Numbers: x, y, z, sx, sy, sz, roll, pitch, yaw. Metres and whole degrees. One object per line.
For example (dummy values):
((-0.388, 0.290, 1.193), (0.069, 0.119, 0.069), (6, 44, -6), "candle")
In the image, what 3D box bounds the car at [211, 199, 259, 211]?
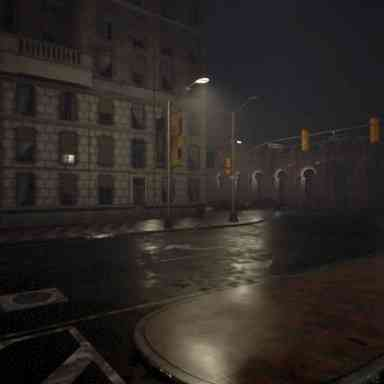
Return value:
((5.069, 1.548, 40.276), (2.033, 1.411, 5.357), (0, 0, -36), "car")

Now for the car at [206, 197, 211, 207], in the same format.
((2.026, 1.525, 50.504), (1.812, 1.442, 4.674), (0, 0, -36), "car")

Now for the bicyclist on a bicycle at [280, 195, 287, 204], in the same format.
((15.528, 1.301, 56.489), (1.656, 1.620, 0.582), (0, 0, -36), "bicyclist on a bicycle")

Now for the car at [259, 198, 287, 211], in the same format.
((9.246, 1.505, 40.471), (1.837, 1.490, 4.892), (0, 0, -36), "car")
